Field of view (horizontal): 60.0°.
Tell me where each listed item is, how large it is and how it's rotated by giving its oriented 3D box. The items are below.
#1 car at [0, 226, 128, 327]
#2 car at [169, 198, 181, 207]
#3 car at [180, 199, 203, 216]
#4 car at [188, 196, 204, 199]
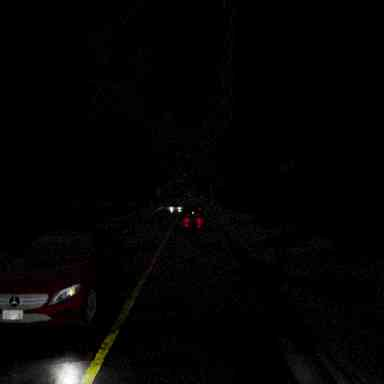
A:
[{"bbox_3d":[-2.599,1.525,7.166,1.812,1.442,4.674,0,0,0],"label":"car"},{"bbox_3d":[-2.499,1.634,52.649,1.994,1.385,4.181,0,0,0],"label":"car"},{"bbox_3d":[0.093,1.617,33.019,1.895,1.301,4.718,0,0,0],"label":"car"},{"bbox_3d":[0.089,1.525,43.482,2.128,1.511,4.902,0,0,0],"label":"car"}]
